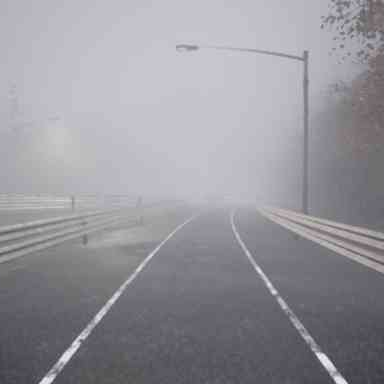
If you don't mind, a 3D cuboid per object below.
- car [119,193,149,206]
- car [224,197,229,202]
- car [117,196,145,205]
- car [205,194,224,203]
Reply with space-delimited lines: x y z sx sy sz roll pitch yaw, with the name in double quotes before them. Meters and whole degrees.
"car" -7.874 1.069 46.295 2.097 1.767 4.553 0 -1 24
"car" 8.912 2.053 92.452 1.895 1.301 4.718 0 -1 24
"car" -9.391 1.292 51.451 1.812 1.442 4.674 0 -1 24
"car" 4.690 1.414 74.338 2.150 2.045 5.566 0 -1 24
